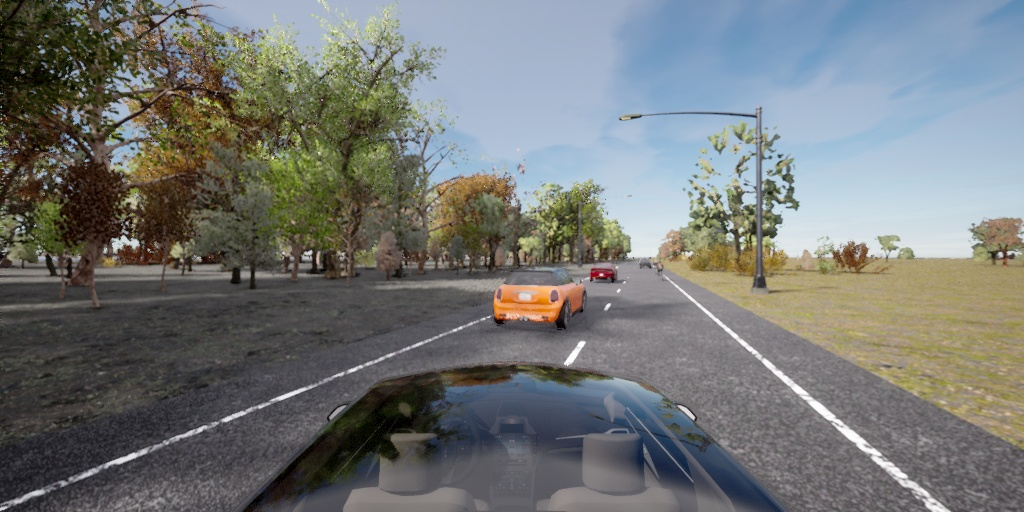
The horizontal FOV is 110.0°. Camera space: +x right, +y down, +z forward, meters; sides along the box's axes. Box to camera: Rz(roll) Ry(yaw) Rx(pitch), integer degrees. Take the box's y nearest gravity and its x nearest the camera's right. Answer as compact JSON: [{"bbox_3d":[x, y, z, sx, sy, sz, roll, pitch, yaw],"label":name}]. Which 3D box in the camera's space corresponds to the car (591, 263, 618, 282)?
[{"bbox_3d":[7.738,1.312,29.970,1.882,1.535,5.008,0,0,20],"label":"car"}]

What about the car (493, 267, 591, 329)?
[{"bbox_3d":[1.091,1.134,11.693,2.097,1.767,4.553,0,0,20],"label":"car"}]

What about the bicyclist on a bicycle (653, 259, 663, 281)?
[{"bbox_3d":[12.431,1.280,30.091,0.582,1.620,1.656,0,-1,20],"label":"bicyclist on a bicycle"}]
